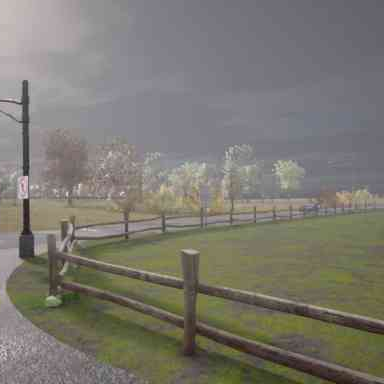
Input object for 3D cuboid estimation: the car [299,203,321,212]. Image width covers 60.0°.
[{"bbox_3d":[18.823,2.449,53.022,2.033,1.411,5.357,-1,-2,40],"label":"car"}]
